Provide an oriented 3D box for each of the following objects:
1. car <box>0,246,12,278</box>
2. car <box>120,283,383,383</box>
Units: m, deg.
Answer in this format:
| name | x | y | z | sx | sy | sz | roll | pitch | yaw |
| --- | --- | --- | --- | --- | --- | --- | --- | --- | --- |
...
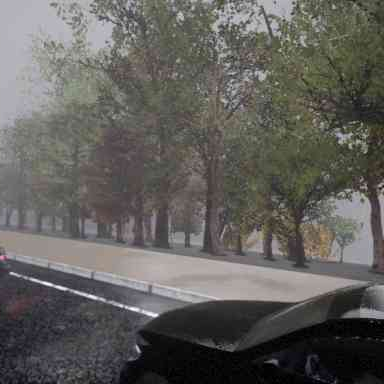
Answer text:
| name | x | y | z | sx | sy | sz | roll | pitch | yaw |
| --- | --- | --- | --- | --- | --- | --- | --- | --- | --- |
| car | -6.705 | 1.542 | 8.522 | 5.357 | 1.411 | 2.033 | 0 | 0 | 36 |
| car | 1.485 | 1.525 | 2.624 | 4.674 | 1.442 | 1.812 | 0 | 0 | 36 |
